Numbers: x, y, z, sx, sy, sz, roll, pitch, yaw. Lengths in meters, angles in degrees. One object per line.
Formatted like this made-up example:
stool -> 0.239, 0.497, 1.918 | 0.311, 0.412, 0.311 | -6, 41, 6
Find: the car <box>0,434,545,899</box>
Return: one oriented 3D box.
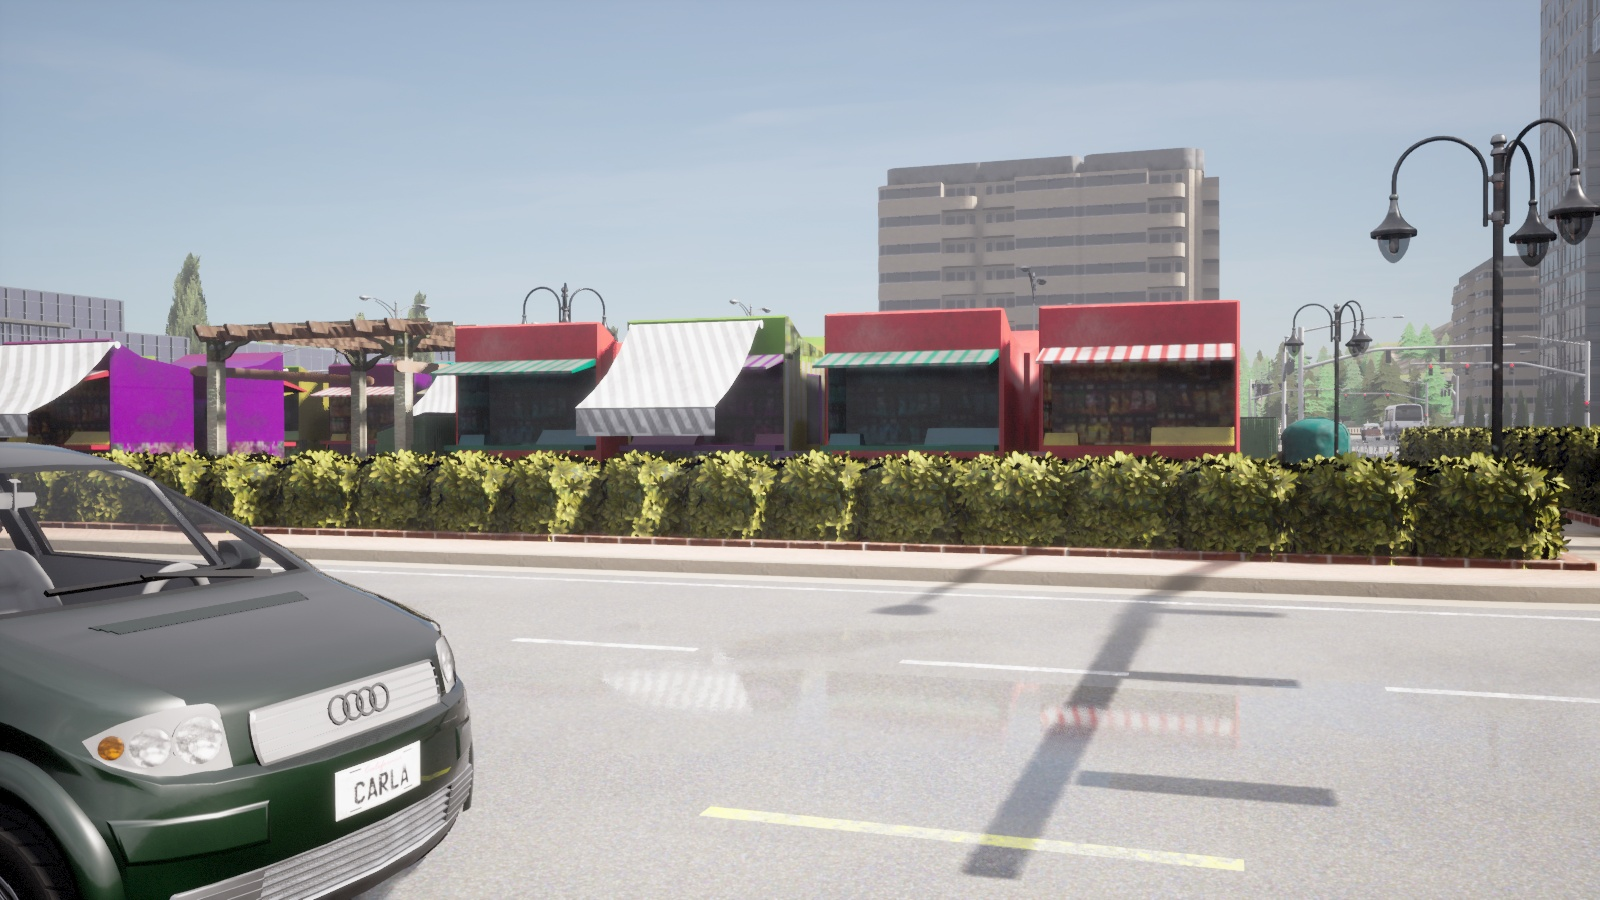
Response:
car -> -2.942, 0.727, 4.181 | 3.705, 1.549, 1.789 | 0, 1, 19
